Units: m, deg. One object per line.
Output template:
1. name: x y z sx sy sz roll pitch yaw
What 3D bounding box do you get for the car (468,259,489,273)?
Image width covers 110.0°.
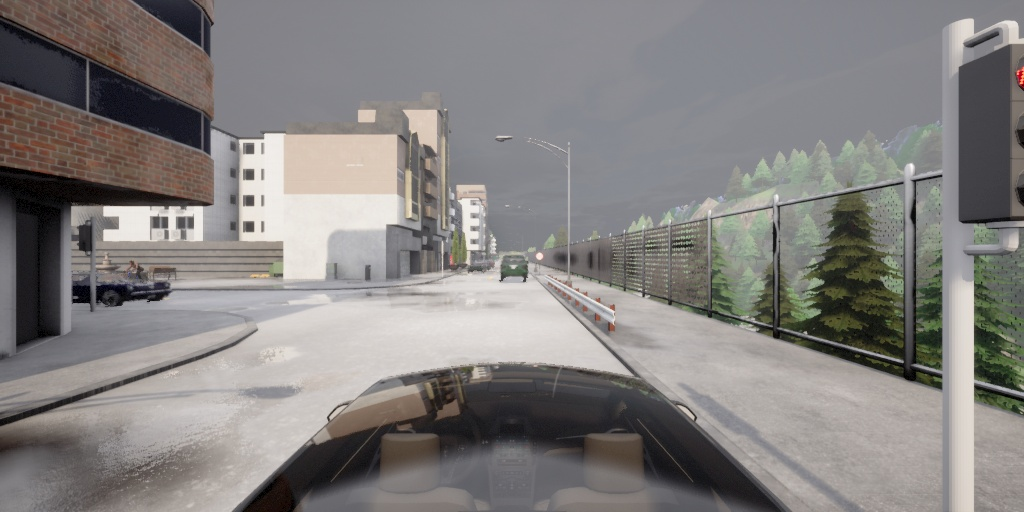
1. car: -4.101 1.351 42.408 1.895 1.301 4.718 0 0 0

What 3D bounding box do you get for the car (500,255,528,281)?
1. car: 0.164 0.971 29.790 2.150 2.045 5.566 0 0 1

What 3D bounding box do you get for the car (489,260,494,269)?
1. car: -4.097 1.241 51.757 2.128 1.511 4.902 0 0 0

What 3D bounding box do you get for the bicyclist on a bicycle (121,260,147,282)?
1. bicyclist on a bicycle: -24.285 1.099 23.055 0.582 1.620 1.656 0 0 0

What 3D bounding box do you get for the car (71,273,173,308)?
1. car: -16.956 1.351 14.664 4.718 1.301 1.895 0 0 0
